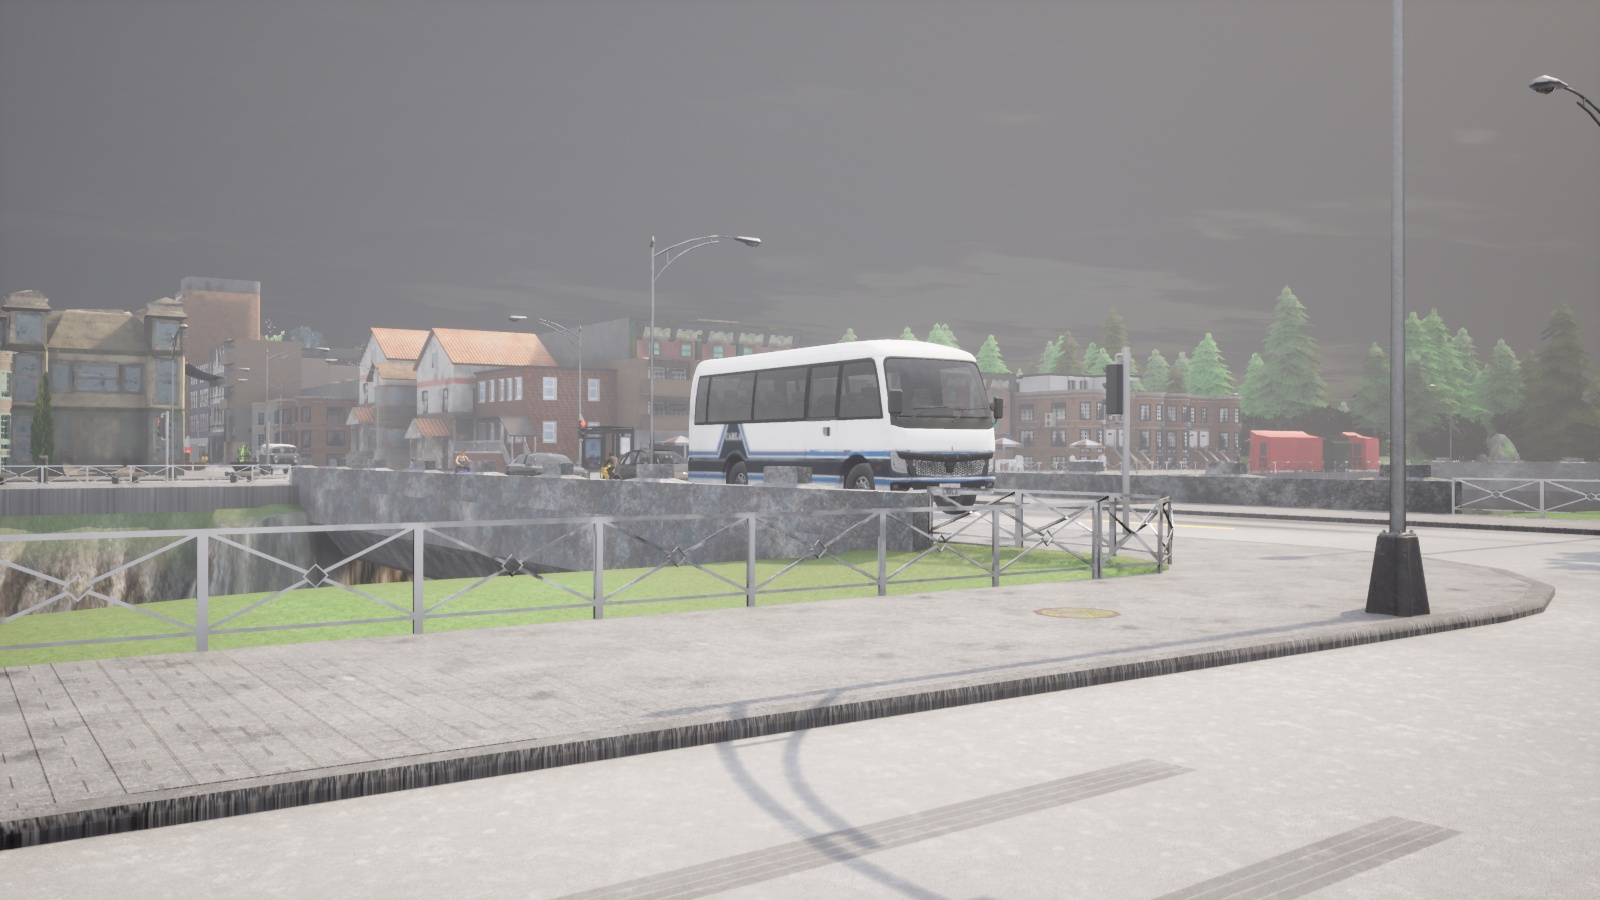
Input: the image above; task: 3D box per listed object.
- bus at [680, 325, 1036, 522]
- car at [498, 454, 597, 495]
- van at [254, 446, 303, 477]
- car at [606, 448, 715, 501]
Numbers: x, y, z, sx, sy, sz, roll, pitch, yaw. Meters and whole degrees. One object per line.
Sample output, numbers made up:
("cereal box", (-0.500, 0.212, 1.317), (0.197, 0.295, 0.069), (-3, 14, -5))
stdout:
("bus", (1.029, -0.554, 32.420), (3.944, 4.253, 10.273), (0, 0, -33))
("car", (-9.613, 0.886, 47.507), (1.837, 1.490, 4.892), (0, 0, -36))
("van", (-34.689, 0.746, 83.502), (2.069, 2.038, 4.480), (0, 0, -35))
("car", (-4.535, 0.751, 40.350), (1.851, 1.617, 3.988), (0, 0, -33))
